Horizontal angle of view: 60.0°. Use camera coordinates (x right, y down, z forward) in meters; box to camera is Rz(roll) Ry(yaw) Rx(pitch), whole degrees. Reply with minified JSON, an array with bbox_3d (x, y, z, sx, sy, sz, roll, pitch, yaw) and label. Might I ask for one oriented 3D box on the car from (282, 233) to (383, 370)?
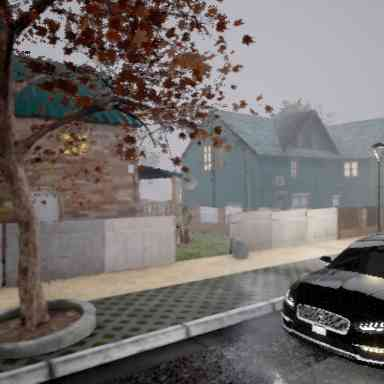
[{"bbox_3d":[3.589,1.528,5.691,4.892,1.490,1.837,0,0,-36],"label":"car"}]
